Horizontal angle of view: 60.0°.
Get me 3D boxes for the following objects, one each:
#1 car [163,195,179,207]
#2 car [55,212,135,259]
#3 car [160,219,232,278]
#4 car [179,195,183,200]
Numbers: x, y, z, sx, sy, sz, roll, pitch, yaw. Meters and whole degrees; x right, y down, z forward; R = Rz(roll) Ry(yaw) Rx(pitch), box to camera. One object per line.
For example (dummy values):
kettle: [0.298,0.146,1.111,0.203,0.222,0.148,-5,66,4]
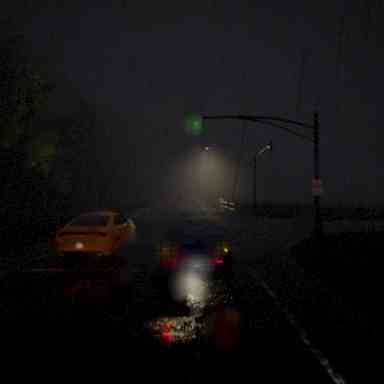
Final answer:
car: [-3.402,1.462,51.122,1.837,1.490,4.892,0,0,0]
car: [-3.401,1.469,12.532,1.882,1.535,5.008,0,0,0]
car: [0.103,1.519,9.972,1.812,1.442,4.674,0,0,0]
car: [-3.503,1.469,87.109,1.994,1.385,4.181,0,0,0]
